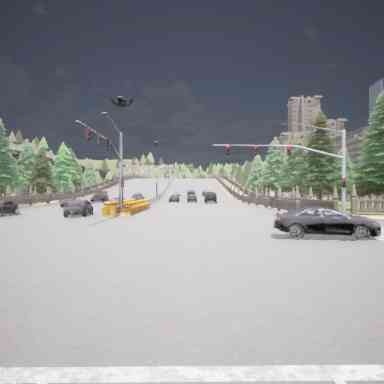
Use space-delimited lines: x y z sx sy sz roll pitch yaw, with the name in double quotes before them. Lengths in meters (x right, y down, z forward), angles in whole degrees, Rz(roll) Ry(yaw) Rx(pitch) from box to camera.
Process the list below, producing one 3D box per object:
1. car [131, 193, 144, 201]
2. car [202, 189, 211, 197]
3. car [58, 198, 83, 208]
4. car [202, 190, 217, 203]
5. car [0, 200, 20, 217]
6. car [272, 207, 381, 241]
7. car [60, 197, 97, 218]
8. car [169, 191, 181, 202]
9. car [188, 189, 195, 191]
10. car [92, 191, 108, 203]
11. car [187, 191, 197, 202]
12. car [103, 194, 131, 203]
"car" -10.616 1.050 64.371 2.097 1.767 4.553 0 3 0
"car" 3.343 0.216 77.987 1.812 1.442 4.674 0 7 0
"car" -17.603 1.564 48.357 1.994 1.385 4.181 0 0 0
"car" 3.521 0.955 63.613 2.150 2.045 5.566 0 2 0
"car" -17.598 1.506 30.295 1.837 1.490 4.892 0 -1 0
"car" 6.457 1.491 16.260 4.902 1.511 2.128 0 0 10
"car" -10.244 1.506 30.132 1.837 1.490 4.892 -1 0 -5
"car" -3.494 1.177 66.092 1.994 1.385 4.181 0 3 0
"car" -0.160 0.118 78.462 1.882 1.535 5.008 0 7 0
"car" -17.600 0.938 63.936 2.150 2.045 5.566 0 3 0
"car" 0.011 1.156 65.407 1.837 1.490 4.892 0 3 0
"car" -10.603 1.491 47.183 2.128 1.511 4.902 0 0 0
